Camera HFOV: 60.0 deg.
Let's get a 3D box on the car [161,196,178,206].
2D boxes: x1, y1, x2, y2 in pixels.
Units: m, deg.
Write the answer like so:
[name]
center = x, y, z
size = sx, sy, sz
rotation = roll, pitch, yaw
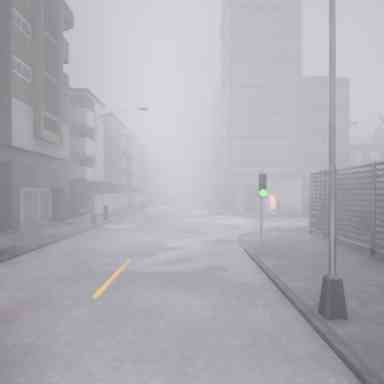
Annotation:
[car]
center = -4.009, 1.587, 55.951
size = 2.033, 1.411, 5.357
rotation = 0, 0, 1
